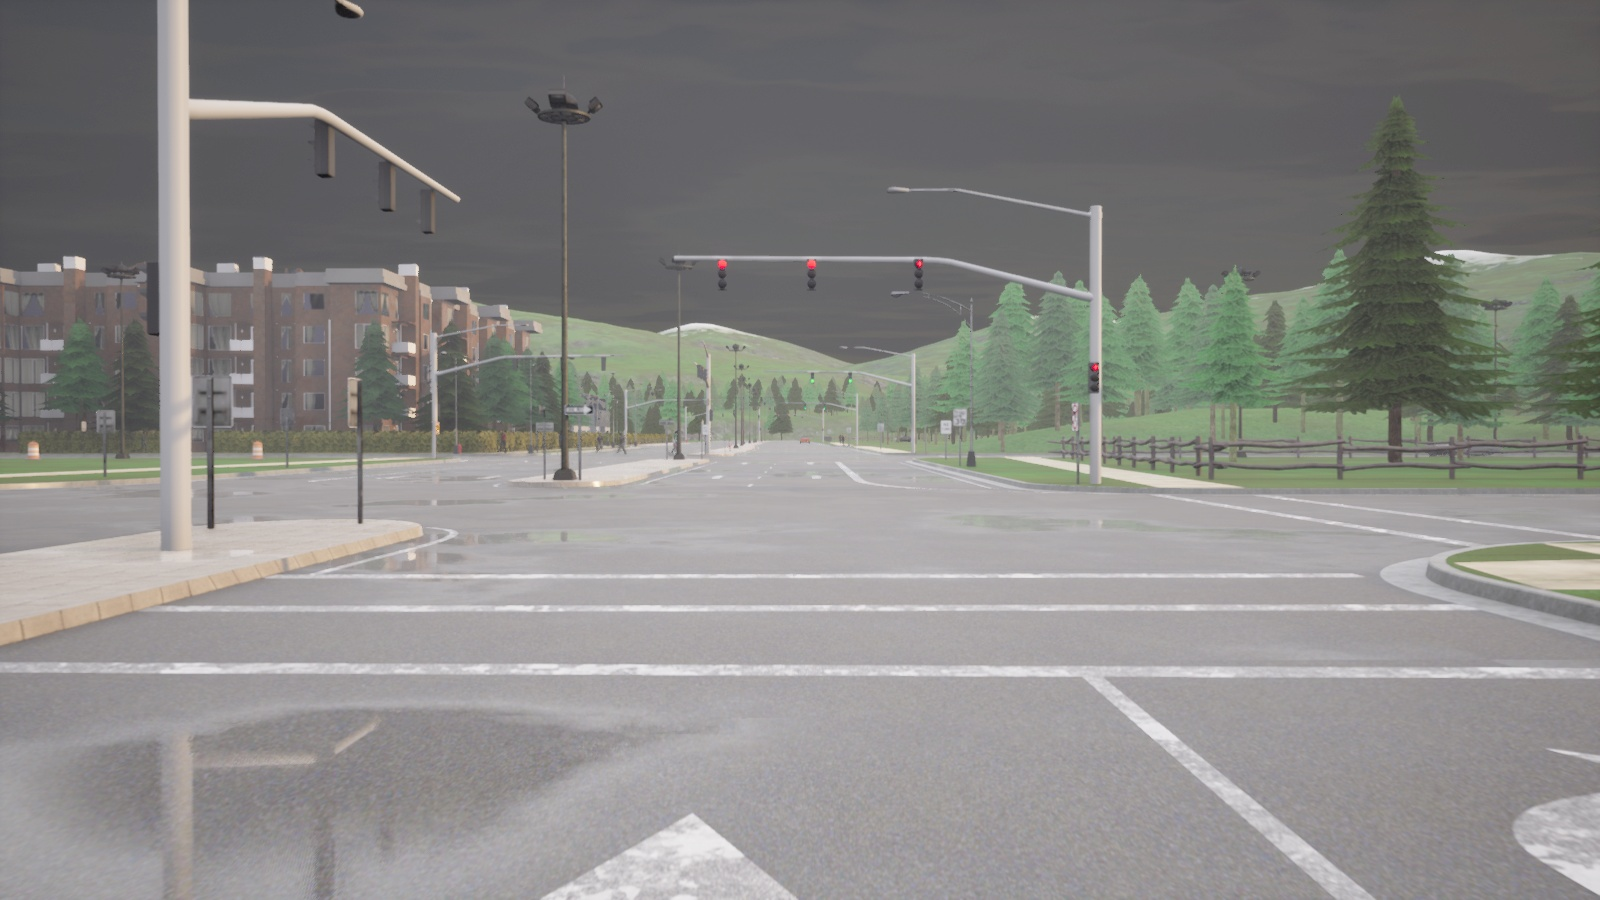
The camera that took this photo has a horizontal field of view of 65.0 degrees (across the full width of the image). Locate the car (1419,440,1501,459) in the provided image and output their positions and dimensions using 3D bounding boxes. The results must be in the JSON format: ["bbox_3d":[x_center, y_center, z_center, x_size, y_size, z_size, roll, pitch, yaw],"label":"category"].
[{"bbox_3d":[45.770,-0.063,87.119,4.718,1.301,1.895,0,1,0],"label":"car"}]
